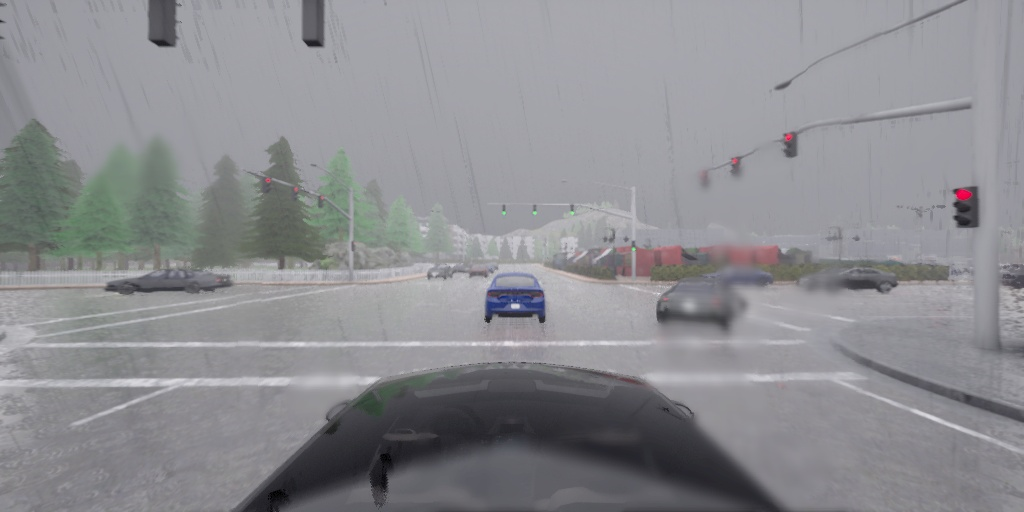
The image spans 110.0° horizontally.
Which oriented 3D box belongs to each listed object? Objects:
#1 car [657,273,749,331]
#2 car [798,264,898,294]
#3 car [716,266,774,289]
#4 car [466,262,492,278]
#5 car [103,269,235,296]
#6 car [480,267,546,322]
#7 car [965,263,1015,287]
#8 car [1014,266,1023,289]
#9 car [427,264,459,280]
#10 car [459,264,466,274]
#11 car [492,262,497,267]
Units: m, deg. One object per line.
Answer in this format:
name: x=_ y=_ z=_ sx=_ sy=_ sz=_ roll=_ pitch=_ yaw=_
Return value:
car: x=6.201 y=1.404 z=11.633 sx=1.994 sy=1.385 sz=4.181 roll=-1 pitch=-1 yaw=38
car: x=19.419 y=1.368 z=20.873 sx=4.902 sy=1.511 sz=2.128 roll=0 pitch=-1 yaw=-1
car: x=15.153 y=1.436 z=24.345 sx=4.674 sy=1.442 sz=1.812 roll=0 pitch=-1 yaw=0
car: x=-3.589 y=1.591 z=39.672 sx=1.882 sy=1.535 sz=5.008 roll=0 pitch=-1 yaw=0
car: x=-18.888 y=1.418 z=20.052 sx=5.357 sy=1.411 sz=2.033 roll=0 pitch=-1 yaw=-13
car: x=0.102 y=1.317 z=12.749 sx=1.882 sy=1.535 sz=5.008 roll=0 pitch=-1 yaw=0
car: x=34.897 y=1.401 z=24.481 sx=4.902 sy=1.511 sz=2.128 roll=0 pitch=-1 yaw=0
car: x=33.098 y=1.403 z=20.959 sx=4.674 sy=1.442 sz=1.812 roll=-1 pitch=-1 yaw=-1
car: x=-7.098 y=1.566 z=35.823 sx=2.128 sy=1.511 sz=4.902 roll=0 pitch=0 yaw=2
car: x=-7.077 y=1.751 z=49.106 sx=2.033 sy=1.411 sz=5.357 roll=0 pitch=-1 yaw=0
car: x=-3.569 y=1.696 z=50.655 sx=1.882 sy=1.535 sz=5.008 roll=0 pitch=0 yaw=0
